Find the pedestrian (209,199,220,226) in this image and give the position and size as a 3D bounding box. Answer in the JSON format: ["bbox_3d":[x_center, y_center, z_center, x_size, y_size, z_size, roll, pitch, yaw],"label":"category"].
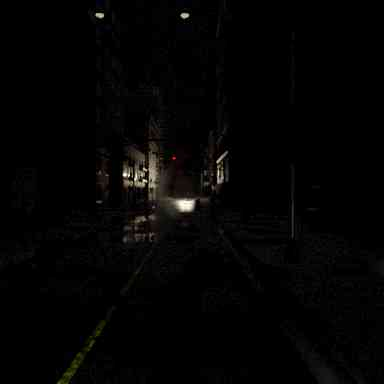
[{"bbox_3d":[1.461,1.281,21.803,0.375,1.860,0.375,0,0,0],"label":"pedestrian"}]

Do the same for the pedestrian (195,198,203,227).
[{"bbox_3d":[0.447,1.281,21.187,0.375,1.860,0.375,0,0,0],"label":"pedestrian"}]

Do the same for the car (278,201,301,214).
[{"bbox_3d":[11.507,1.665,36.042,4.206,1.307,1.802,1,0,0],"label":"car"}]
